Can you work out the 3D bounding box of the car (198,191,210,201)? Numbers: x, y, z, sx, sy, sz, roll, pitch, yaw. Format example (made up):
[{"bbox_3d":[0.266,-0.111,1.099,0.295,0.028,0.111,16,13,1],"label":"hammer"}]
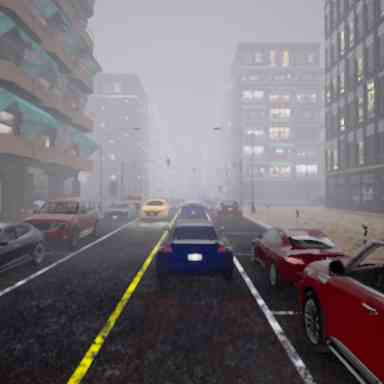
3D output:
[{"bbox_3d":[2.703,1.073,66.798,1.752,1.417,4.829,1,0,0],"label":"car"}]

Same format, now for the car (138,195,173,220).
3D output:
[{"bbox_3d":[-2.839,1.291,26.225,1.882,1.535,5.008,0,0,0],"label":"car"}]

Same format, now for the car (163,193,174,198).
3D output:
[{"bbox_3d":[-5.437,1.083,69.253,2.008,1.369,4.403,1,0,0],"label":"car"}]

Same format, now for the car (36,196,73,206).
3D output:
[{"bbox_3d":[-19.339,1.211,46.934,4.403,1.369,2.008,0,0,1],"label":"car"}]

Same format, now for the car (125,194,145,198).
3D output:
[{"bbox_3d":[-5.440,1.094,31.333,2.192,1.841,5.009,1,0,0],"label":"car"}]

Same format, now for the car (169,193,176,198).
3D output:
[{"bbox_3d":[-5.308,0.927,91.714,1.752,1.417,4.829,1,0,0],"label":"car"}]

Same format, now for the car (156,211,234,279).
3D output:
[{"bbox_3d":[0.079,1.491,9.844,1.994,1.385,4.181,0,0,0],"label":"car"}]

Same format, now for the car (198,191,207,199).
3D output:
[{"bbox_3d":[2.575,0.747,86.283,2.192,1.841,5.009,1,0,0],"label":"car"}]

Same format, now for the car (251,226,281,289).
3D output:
[{"bbox_3d":[2.644,1.518,8.679,1.802,1.307,4.206,1,0,0],"label":"car"}]

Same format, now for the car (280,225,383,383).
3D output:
[{"bbox_3d":[2.613,1.292,3.024,2.192,1.841,5.009,1,0,0],"label":"car"}]

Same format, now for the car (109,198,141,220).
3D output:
[{"bbox_3d":[-5.443,1.383,25.689,1.947,1.339,4.313,1,0,0],"label":"car"}]

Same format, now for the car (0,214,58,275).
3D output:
[{"bbox_3d":[-5.443,1.502,8.749,1.947,1.339,4.313,1,0,0],"label":"car"}]

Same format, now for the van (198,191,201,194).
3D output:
[{"bbox_3d":[2.607,0.806,80.630,1.690,1.788,3.998,1,0,0],"label":"van"}]

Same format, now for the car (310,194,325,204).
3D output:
[{"bbox_3d":[18.687,1.029,46.342,4.097,1.590,1.967,0,0,1],"label":"car"}]

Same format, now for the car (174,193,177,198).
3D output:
[{"bbox_3d":[-5.308,1.014,86.227,1.802,1.307,4.206,1,0,0],"label":"car"}]

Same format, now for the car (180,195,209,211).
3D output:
[{"bbox_3d":[0.084,1.291,26.200,1.882,1.535,5.008,0,0,0],"label":"car"}]

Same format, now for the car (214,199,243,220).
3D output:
[{"bbox_3d":[2.705,1.258,25.635,1.967,1.590,4.097,1,0,0],"label":"car"}]

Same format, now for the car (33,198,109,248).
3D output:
[{"bbox_3d":[-5.440,1.211,14.394,2.192,1.841,5.009,1,0,0],"label":"car"}]
